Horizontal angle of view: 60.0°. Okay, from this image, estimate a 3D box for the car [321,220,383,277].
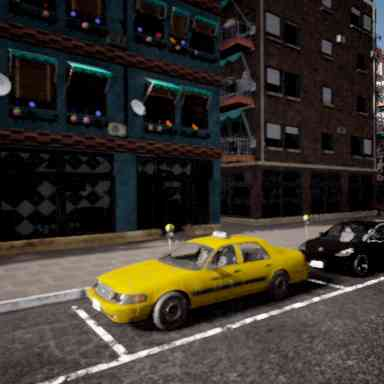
[{"bbox_3d":[5.145,1.568,10.238,4.313,1.339,1.947,0,0,-36],"label":"car"}]

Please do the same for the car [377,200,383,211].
[{"bbox_3d":[19.709,1.499,35.417,1.802,1.307,4.206,0,0,-35],"label":"car"}]

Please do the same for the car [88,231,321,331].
[{"bbox_3d":[0.398,1.526,6.851,4.829,1.417,1.752,0,0,-36],"label":"car"}]
